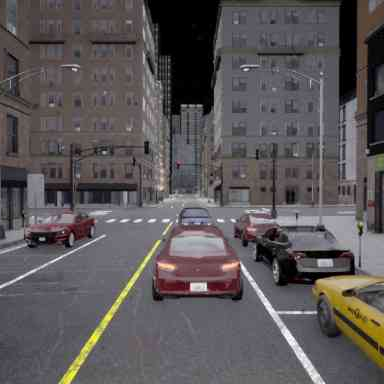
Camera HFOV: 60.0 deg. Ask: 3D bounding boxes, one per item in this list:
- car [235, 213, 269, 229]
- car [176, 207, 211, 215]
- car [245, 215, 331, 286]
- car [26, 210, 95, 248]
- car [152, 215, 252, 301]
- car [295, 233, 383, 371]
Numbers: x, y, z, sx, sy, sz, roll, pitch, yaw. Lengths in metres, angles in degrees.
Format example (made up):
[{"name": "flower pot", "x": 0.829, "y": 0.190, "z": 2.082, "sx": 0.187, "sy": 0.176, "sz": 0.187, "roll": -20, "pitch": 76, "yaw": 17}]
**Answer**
[{"name": "car", "x": 2.874, "y": 1.578, "z": 14.827, "sx": 1.802, "sy": 1.307, "sz": 4.206, "roll": -1, "pitch": 0, "yaw": 0}, {"name": "car", "x": 0.141, "y": 1.542, "z": 18.231, "sx": 2.033, "sy": 1.411, "sz": 5.357, "roll": 0, "pitch": 0, "yaw": -3}, {"name": "car", "x": 2.871, "y": 1.563, "z": 9.241, "sx": 1.947, "sy": 1.339, "sz": 4.313, "roll": -1, "pitch": 0, "yaw": 0}, {"name": "car", "x": -5.671, "y": 1.540, "z": 14.828, "sx": 1.887, "sy": 1.381, "sz": 4.507, "roll": -1, "pitch": 0, "yaw": 0}, {"name": "car", "x": 0.103, "y": 1.524, "z": 8.210, "sx": 1.812, "sy": 1.442, "sz": 4.674, "roll": 0, "pitch": 0, "yaw": 0}, {"name": "car", "x": 2.868, "y": 1.524, "z": 3.825, "sx": 1.752, "sy": 1.417, "sz": 4.829, "roll": -1, "pitch": 0, "yaw": 0}]
